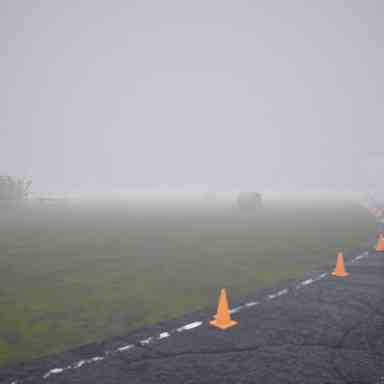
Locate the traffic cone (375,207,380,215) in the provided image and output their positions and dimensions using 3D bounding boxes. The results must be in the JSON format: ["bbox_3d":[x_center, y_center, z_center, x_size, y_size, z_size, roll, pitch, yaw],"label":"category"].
[{"bbox_3d":[16.605,1.775,29.437,0.340,0.580,0.340,0,0,25],"label":"traffic cone"}]

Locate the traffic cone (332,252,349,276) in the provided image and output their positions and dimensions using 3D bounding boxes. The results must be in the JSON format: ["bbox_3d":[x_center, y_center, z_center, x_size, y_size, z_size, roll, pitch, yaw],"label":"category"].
[{"bbox_3d":[4.006,1.918,8.971,0.340,0.580,0.340,-1,0,44],"label":"traffic cone"}]

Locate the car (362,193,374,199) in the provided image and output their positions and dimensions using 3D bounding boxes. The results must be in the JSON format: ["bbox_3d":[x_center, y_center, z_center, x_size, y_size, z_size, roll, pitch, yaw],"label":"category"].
[{"bbox_3d":[34.475,0.870,65.237,1.882,1.535,5.008,0,0,25],"label":"car"}]

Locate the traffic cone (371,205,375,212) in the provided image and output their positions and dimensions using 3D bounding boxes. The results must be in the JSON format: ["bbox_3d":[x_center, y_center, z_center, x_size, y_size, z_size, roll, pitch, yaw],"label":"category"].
[{"bbox_3d":[18.715,1.749,33.970,0.340,0.580,0.340,0,0,25],"label":"traffic cone"}]

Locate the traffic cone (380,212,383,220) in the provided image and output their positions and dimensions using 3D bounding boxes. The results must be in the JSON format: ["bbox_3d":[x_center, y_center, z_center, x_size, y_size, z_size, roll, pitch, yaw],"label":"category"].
[{"bbox_3d":[14.495,1.800,24.904,0.340,0.580,0.340,0,0,25],"label":"traffic cone"}]

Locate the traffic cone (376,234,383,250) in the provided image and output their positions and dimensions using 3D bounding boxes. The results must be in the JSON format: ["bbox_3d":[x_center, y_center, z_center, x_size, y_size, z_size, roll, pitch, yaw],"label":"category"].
[{"bbox_3d":[7.151,1.884,12.555,0.340,0.580,0.340,-1,0,39],"label":"traffic cone"}]

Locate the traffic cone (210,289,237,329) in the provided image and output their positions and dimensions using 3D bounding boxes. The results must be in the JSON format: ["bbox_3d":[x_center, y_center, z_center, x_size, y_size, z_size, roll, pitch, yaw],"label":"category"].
[{"bbox_3d":[0.542,1.955,5.695,0.340,0.580,0.340,-1,0,-41],"label":"traffic cone"}]
